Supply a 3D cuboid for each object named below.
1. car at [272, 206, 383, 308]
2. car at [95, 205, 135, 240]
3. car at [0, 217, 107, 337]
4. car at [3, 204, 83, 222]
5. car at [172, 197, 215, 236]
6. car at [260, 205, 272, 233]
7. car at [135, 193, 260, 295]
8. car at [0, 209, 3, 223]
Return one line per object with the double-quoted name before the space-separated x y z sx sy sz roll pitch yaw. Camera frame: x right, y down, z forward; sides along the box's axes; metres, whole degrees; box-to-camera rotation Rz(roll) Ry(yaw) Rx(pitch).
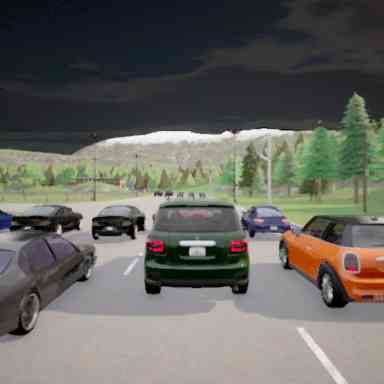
"car" 3.584 1.290 7.924 2.097 1.767 4.553 0 0 0
"car" -3.427 1.352 16.338 1.882 1.535 5.008 0 0 0
"car" -3.413 1.497 6.512 2.033 1.411 5.357 0 0 -1
"car" -6.927 1.351 16.501 1.882 1.535 5.008 0 0 0
"car" 0.071 1.212 18.237 2.097 1.767 4.553 0 0 0
"car" 3.574 1.396 16.826 1.812 1.442 4.674 0 0 0
"car" 0.088 1.154 8.715 2.150 2.045 5.566 0 0 0
"car" -10.427 1.399 16.525 1.812 1.442 4.674 0 0 0
